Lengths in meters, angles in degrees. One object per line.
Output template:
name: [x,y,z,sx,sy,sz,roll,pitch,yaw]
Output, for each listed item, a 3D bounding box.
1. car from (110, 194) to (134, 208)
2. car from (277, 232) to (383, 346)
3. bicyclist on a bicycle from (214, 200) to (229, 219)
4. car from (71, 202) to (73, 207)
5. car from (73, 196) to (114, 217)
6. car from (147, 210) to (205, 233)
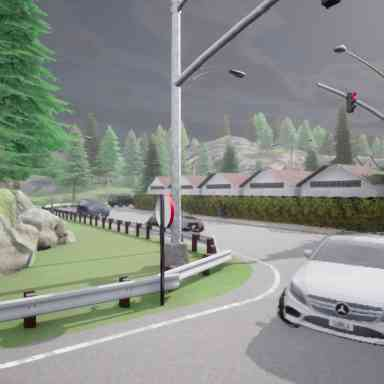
car: [-10.955,1.398,53.198,2.150,2.045,5.566,0,0,33]
car: [3.273,1.558,6.416,1.812,1.442,4.674,2,0,33]
bicyclist on a bicycle: [2.525,1.494,28.091,1.656,1.620,0.582,0,0,-35]
car: [-16.314,1.673,50.532,2.128,1.511,4.902,0,0,18]
car: [-9.718,1.548,32.627,2.097,1.767,4.553,0,0,-34]
car: [-1.056,1.755,20.163,1.994,1.385,4.181,0,0,-35]
